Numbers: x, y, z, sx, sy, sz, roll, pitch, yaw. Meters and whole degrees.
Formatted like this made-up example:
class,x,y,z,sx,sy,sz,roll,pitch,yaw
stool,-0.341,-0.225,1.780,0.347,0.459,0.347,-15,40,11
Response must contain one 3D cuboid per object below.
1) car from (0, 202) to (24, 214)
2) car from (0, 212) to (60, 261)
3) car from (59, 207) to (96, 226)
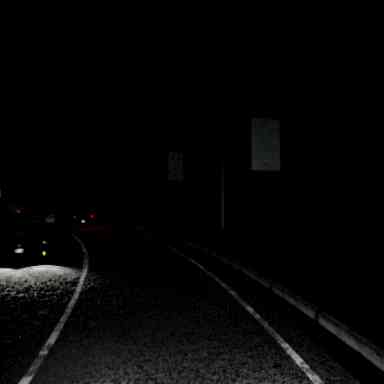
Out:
class,x,y,z,sx,sy,sz,roll,pitch,yaw
car,-19.775,1.811,35.609,4.674,1.442,1.812,0,-1,35
car,-6.113,1.674,12.315,1.994,1.385,4.181,0,-1,-21
car,-9.140,1.838,25.677,1.895,1.301,4.718,1,-1,-37
